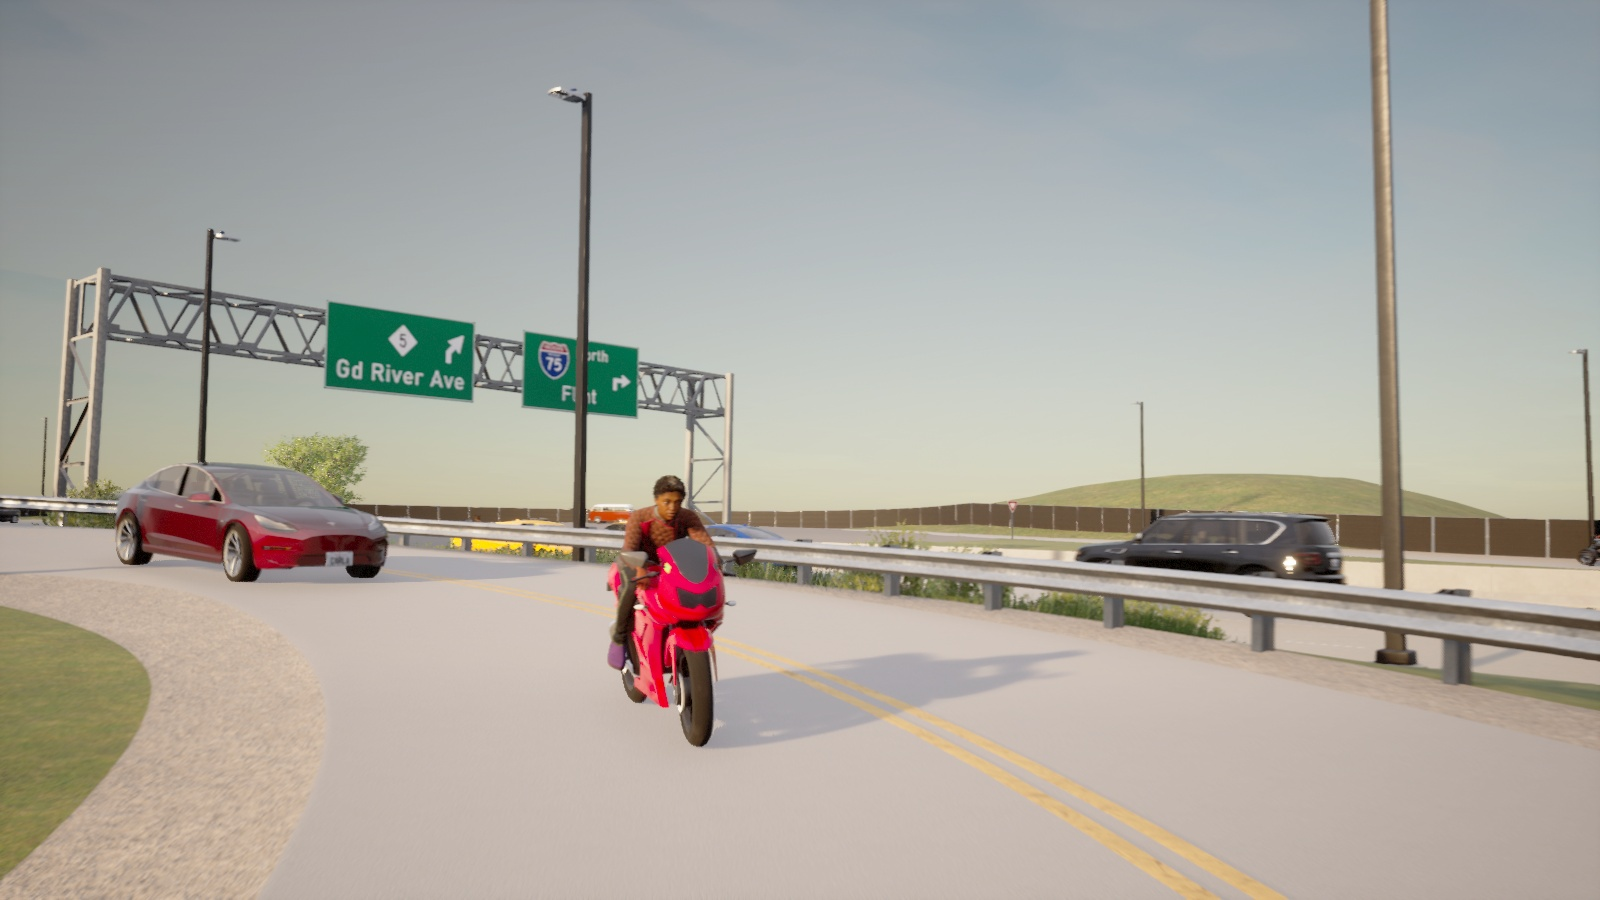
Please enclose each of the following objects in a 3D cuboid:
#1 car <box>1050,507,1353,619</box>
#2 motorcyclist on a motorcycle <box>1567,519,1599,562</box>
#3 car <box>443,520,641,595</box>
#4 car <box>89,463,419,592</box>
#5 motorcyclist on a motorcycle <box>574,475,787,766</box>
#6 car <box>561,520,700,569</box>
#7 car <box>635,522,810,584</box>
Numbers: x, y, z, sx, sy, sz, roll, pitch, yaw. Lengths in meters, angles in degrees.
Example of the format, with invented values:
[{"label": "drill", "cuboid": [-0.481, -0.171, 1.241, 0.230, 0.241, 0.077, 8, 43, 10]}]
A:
[{"label": "car", "cuboid": [8.185, 2.240, 25.993, 5.566, 2.045, 2.150, -2, -4, 42]}, {"label": "motorcyclist on a motorcycle", "cuboid": [31.730, 3.585, 49.695, 0.766, 1.649, 2.350, 1, -3, -21]}, {"label": "car", "cuboid": [-6.102, 2.443, 29.341, 5.008, 1.535, 1.882, -2, -4, 42]}, {"label": "car", "cuboid": [-7.648, 0.992, 17.394, 4.792, 1.488, 2.163, 0, -2, 39]}, {"label": "motorcyclist on a motorcycle", "cuboid": [-0.807, 0.921, 7.736, 0.797, 1.523, 2.044, 0, -1, -20]}, {"label": "car", "cuboid": [-5.876, 3.211, 43.182, 5.008, 1.535, 1.882, -2, -4, 42]}, {"label": "car", "cuboid": [-2.247, 2.839, 35.268, 5.008, 1.535, 1.882, -2, -4, 42]}]
